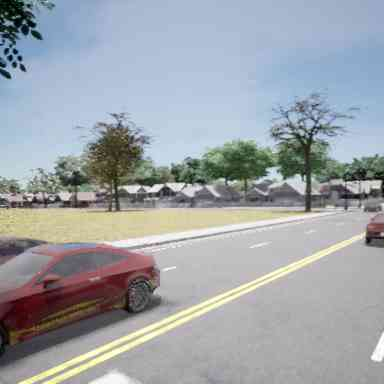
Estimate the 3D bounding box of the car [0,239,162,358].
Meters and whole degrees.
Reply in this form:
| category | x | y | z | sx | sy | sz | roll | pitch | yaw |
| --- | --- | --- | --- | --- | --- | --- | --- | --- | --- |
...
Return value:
| category | x | y | z | sx | sy | sz | roll | pitch | yaw |
| --- | --- | --- | --- | --- | --- | --- | --- | --- | --- |
| car | -2.551 | 1.724 | 6.181 | 1.812 | 1.442 | 4.674 | -2 | -2 | 38 |

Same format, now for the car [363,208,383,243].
| category | x | y | z | sx | sy | sz | roll | pitch | yaw |
| --- | --- | --- | --- | --- | --- | --- | --- | --- | --- |
| car | 9.967 | 1.733 | 16.585 | 1.812 | 1.442 | 4.674 | -2 | -2 | 38 |

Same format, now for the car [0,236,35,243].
| category | x | y | z | sx | sy | sz | roll | pitch | yaw |
| --- | --- | --- | --- | --- | --- | --- | --- | --- | --- |
| car | -4.897 | 1.858 | 8.452 | 1.994 | 1.385 | 4.181 | -2 | -2 | 38 |

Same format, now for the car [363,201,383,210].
| category | x | y | z | sx | sy | sz | roll | pitch | yaw |
| --- | --- | --- | --- | --- | --- | --- | --- | --- | --- |
| car | 26.189 | 2.132 | 48.069 | 1.837 | 1.490 | 4.892 | -2 | -2 | 39 |
